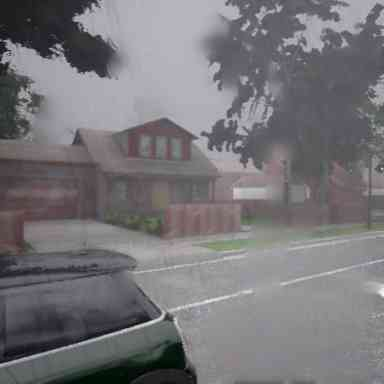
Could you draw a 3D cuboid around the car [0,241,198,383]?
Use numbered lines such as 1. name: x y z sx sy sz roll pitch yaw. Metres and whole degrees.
1. car: -2.210 1.351 2.410 4.553 1.767 2.097 1 0 -36
